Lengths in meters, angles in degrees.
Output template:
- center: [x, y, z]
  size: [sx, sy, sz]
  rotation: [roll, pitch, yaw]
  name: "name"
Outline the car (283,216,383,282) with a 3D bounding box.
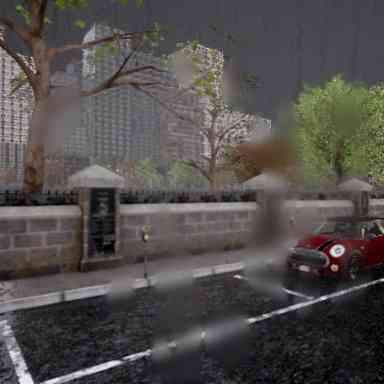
- center: [4.554, 1.469, 9.805]
  size: [4.097, 1.590, 1.967]
  rotation: [0, 0, -35]
  name: "car"
